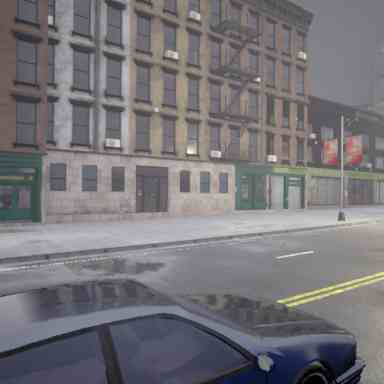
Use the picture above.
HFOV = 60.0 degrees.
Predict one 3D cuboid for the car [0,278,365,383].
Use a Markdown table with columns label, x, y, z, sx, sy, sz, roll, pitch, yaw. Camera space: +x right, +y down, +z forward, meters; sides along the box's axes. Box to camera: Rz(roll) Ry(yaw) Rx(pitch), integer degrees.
| label | x | y | z | sx | sy | sz | roll | pitch | yaw |
| --- | --- | --- | --- | --- | --- | --- | --- | --- | --- |
| car | -0.793 | 1.548 | 2.809 | 5.357 | 1.411 | 2.033 | 0 | 0 | -34 |
